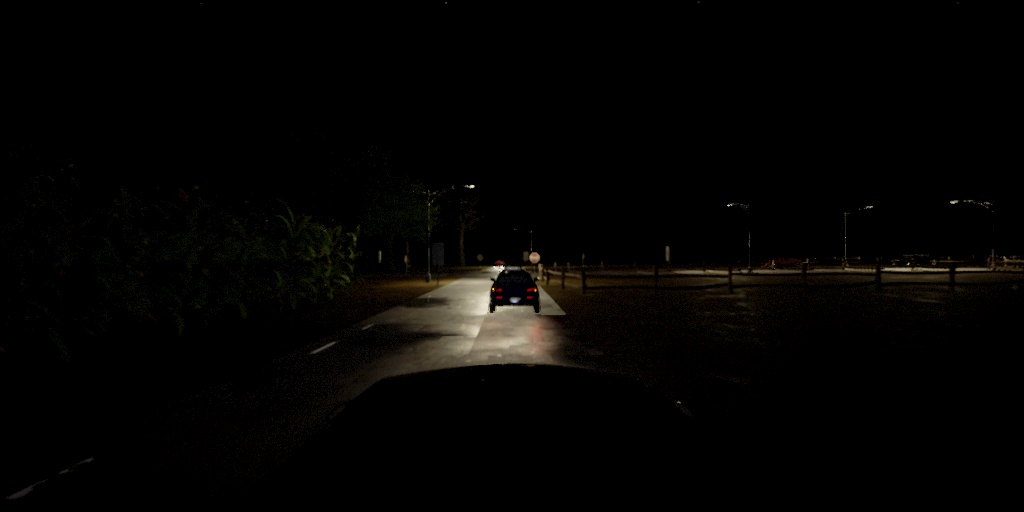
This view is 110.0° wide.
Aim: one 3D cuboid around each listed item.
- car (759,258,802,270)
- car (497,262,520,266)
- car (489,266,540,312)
[{"bbox_3d":[33.084,0.946,44.123,4.674,1.442,1.812,-1,1,1],"label":"car"},{"bbox_3d":[0.088,1.366,26.428,1.994,1.385,4.181,0,0,0],"label":"car"},{"bbox_3d":[0.090,1.297,14.279,1.812,1.442,4.674,0,0,0],"label":"car"}]
